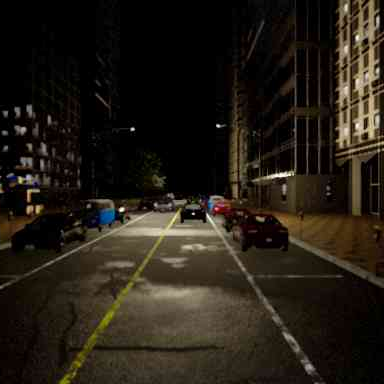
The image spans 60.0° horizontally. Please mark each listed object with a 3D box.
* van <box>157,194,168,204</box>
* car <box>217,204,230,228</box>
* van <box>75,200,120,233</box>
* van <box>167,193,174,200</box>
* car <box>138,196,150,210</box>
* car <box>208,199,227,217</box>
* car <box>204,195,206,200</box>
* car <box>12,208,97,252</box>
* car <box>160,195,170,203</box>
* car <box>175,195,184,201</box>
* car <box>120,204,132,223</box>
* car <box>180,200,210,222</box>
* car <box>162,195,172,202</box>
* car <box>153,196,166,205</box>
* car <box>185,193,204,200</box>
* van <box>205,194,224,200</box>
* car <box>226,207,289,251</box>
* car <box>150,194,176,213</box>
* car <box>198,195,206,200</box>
[{"bbox_3d":[-5.686,1.313,64.873,1.690,1.788,3.998,0,0,0],"label":"van"},{"bbox_3d":[2.691,1.586,19.524,1.802,1.307,4.206,0,0,0],"label":"car"},{"bbox_3d":[-5.689,1.345,19.525,1.690,1.788,3.998,0,0,0],"label":"van"},{"bbox_3d":[-5.684,1.281,87.547,1.690,1.788,3.998,0,0,0],"label":"van"},{"bbox_3d":[-5.687,1.556,42.200,1.947,1.339,4.313,0,0,0],"label":"car"},{"bbox_3d":[2.692,1.581,30.863,1.802,1.307,4.206,0,0,0],"label":"car"},{"bbox_3d":[2.693,1.531,47.868,1.887,1.381,4.507,0,0,0],"label":"car"},{"bbox_3d":[-5.690,1.569,13.857,1.947,1.339,4.313,0,0,0],"label":"car"},{"bbox_3d":[-5.686,1.406,70.541,1.967,1.590,4.097,0,0,0],"label":"car"},{"bbox_3d":[-2.996,1.465,78.666,1.895,1.301,4.718,0,0,0],"label":"car"},{"bbox_3d":[-5.689,1.569,25.195,1.947,1.339,4.313,0,0,0],"label":"car"},{"bbox_3d":[0.102,1.566,26.325,1.994,1.385,4.181,0,0,0],"label":"car"},{"bbox_3d":[-5.686,1.399,76.209,1.967,1.590,4.097,0,0,0],"label":"car"},{"bbox_3d":[-5.687,1.522,59.204,1.887,1.381,4.507,0,0,0],"label":"car"},{"bbox_3d":[0.102,1.341,42.083,2.097,1.767,4.553,0,0,0],"label":"car"},{"bbox_3d":[2.693,1.336,36.532,1.690,1.788,3.998,0,0,0],"label":"van"},{"bbox_3d":[2.691,1.547,13.856,1.887,1.381,4.507,0,0,0],"label":"car"},{"bbox_3d":[-3.091,1.346,37.254,2.097,1.767,4.553,0,0,0],"label":"car"},{"bbox_3d":[2.696,1.506,87.548,1.947,1.339,4.313,0,0,0],"label":"car"}]
